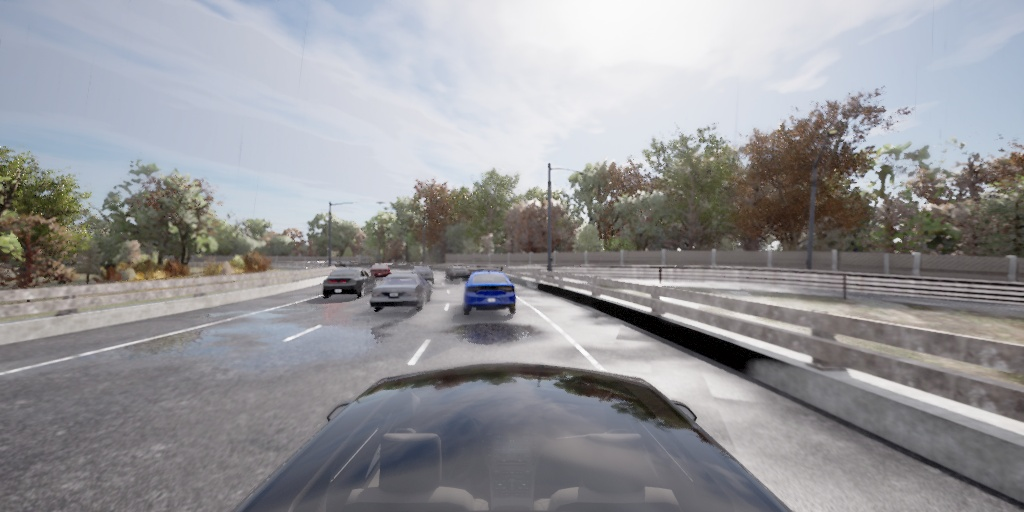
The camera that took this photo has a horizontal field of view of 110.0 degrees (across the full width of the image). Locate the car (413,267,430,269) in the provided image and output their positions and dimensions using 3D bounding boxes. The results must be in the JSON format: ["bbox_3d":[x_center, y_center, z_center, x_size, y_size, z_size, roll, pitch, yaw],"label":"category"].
[{"bbox_3d":[-7.751,1.612,30.678,2.033,1.411,5.357,0,-1,-17],"label":"car"}]

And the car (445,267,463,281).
[{"bbox_3d":[-5.256,1.702,34.352,1.895,1.301,4.718,0,-1,-17],"label":"car"}]

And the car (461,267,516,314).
[{"bbox_3d":[-0.988,1.365,14.627,1.882,1.535,5.008,0,0,-7],"label":"car"}]

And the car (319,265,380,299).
[{"bbox_3d":[-8.848,1.456,19.776,1.837,1.490,4.892,0,0,-10],"label":"car"}]

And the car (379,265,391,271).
[{"bbox_3d":[-13.351,1.608,36.311,1.882,1.535,5.008,0,-1,-19],"label":"car"}]

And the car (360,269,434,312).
[{"bbox_3d":[-4.521,1.445,15.188,2.033,1.411,5.357,0,-1,-8],"label":"car"}]
